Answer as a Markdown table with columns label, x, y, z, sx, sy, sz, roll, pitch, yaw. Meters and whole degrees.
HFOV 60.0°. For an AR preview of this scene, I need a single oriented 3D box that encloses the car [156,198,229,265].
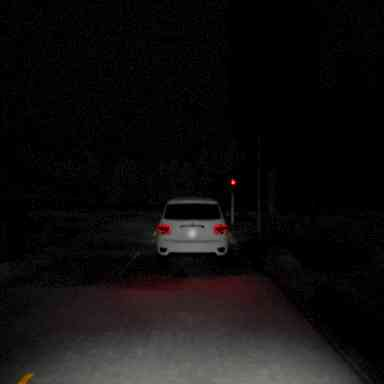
| label | x | y | z | sx | sy | sz | roll | pitch | yaw |
| --- | --- | --- | --- | --- | --- | --- | --- | --- | --- |
| car | 0.032 | 1.224 | 11.743 | 2.150 | 2.045 | 5.566 | 0 | -1 | 0 |

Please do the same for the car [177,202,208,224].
| label | x | y | z | sx | sy | sz | roll | pitch | yaw |
| --- | --- | --- | --- | --- | --- | --- | --- | --- | --- |
| car | 0.196 | 1.567 | 26.313 | 2.033 | 1.411 | 5.357 | 0 | 0 | 5 |
